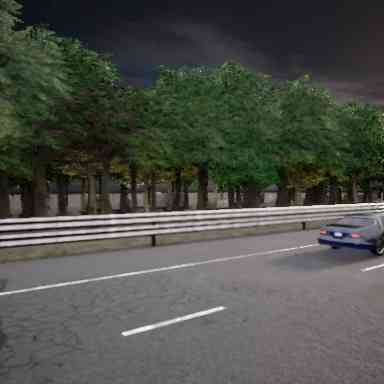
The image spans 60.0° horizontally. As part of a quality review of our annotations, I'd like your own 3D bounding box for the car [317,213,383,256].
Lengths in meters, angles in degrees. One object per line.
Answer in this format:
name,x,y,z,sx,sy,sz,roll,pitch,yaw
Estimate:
car,7.202,1.542,13.188,5.357,1.411,2.033,0,0,-35
